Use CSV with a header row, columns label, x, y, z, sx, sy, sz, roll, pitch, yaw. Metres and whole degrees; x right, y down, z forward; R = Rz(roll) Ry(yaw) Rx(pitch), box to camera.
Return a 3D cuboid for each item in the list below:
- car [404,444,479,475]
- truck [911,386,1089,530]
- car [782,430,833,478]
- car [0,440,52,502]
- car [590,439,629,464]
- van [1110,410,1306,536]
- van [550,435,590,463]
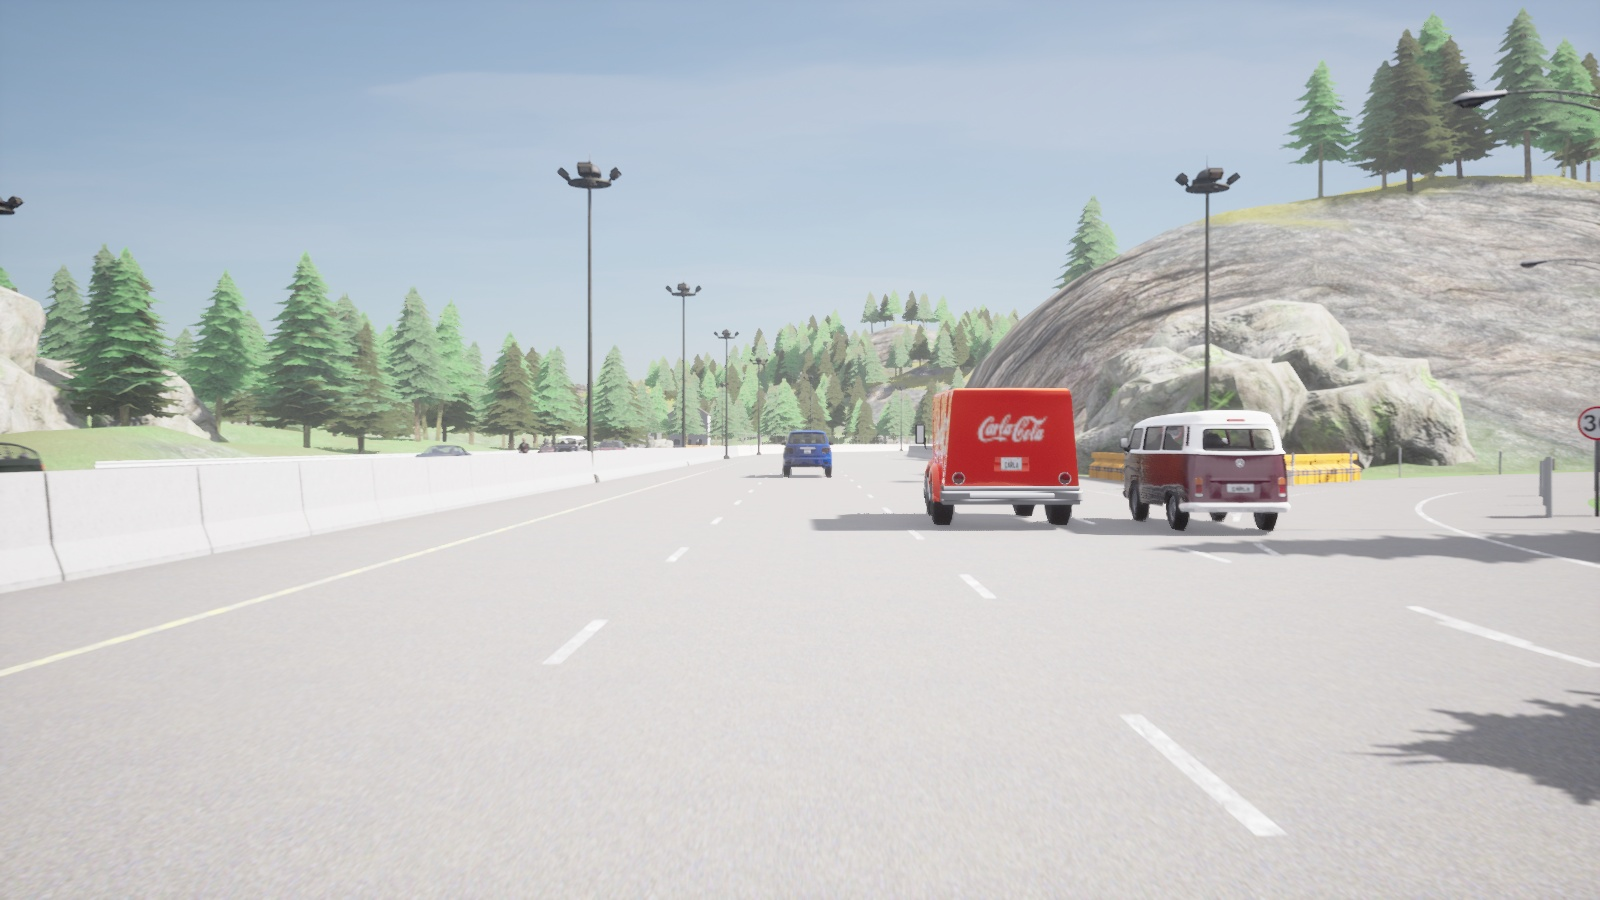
label,x,y,z,sx,sy,sz,roll,pitch,yaw
car,-17.142,0.436,60.374,2.033,1.411,5.357,0,0,0
truck,3.652,0.125,24.105,2.627,2.467,5.204,0,0,0
car,0.337,0.144,56.721,2.150,2.045,5.566,0,1,0
car,-20.806,0.531,31.542,1.789,1.549,3.705,0,0,0
car,-13.479,0.087,89.056,2.097,1.767,4.553,0,0,0
van,7.144,0.349,22.505,2.069,2.038,4.480,0,1,0
van,-16.958,-0.072,92.698,2.069,2.038,4.480,0,0,0
